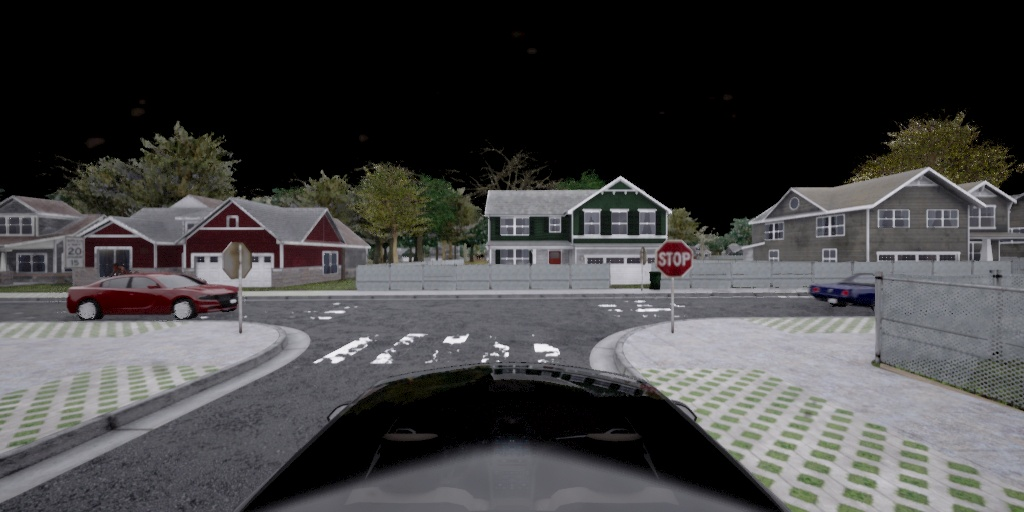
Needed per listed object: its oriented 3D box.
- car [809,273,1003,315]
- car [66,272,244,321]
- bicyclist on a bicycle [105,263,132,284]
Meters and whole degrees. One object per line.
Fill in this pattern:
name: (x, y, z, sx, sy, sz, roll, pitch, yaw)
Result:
car: (13.223, 1.234, 12.220, 4.718, 1.301, 1.895, 0, 0, 3)
car: (-12.057, 1.311, 12.324, 5.008, 1.535, 1.882, -1, 0, 1)
bicyclist on a bicycle: (-19.997, 1.195, 18.262, 0.582, 1.620, 1.656, 0, 0, 1)
